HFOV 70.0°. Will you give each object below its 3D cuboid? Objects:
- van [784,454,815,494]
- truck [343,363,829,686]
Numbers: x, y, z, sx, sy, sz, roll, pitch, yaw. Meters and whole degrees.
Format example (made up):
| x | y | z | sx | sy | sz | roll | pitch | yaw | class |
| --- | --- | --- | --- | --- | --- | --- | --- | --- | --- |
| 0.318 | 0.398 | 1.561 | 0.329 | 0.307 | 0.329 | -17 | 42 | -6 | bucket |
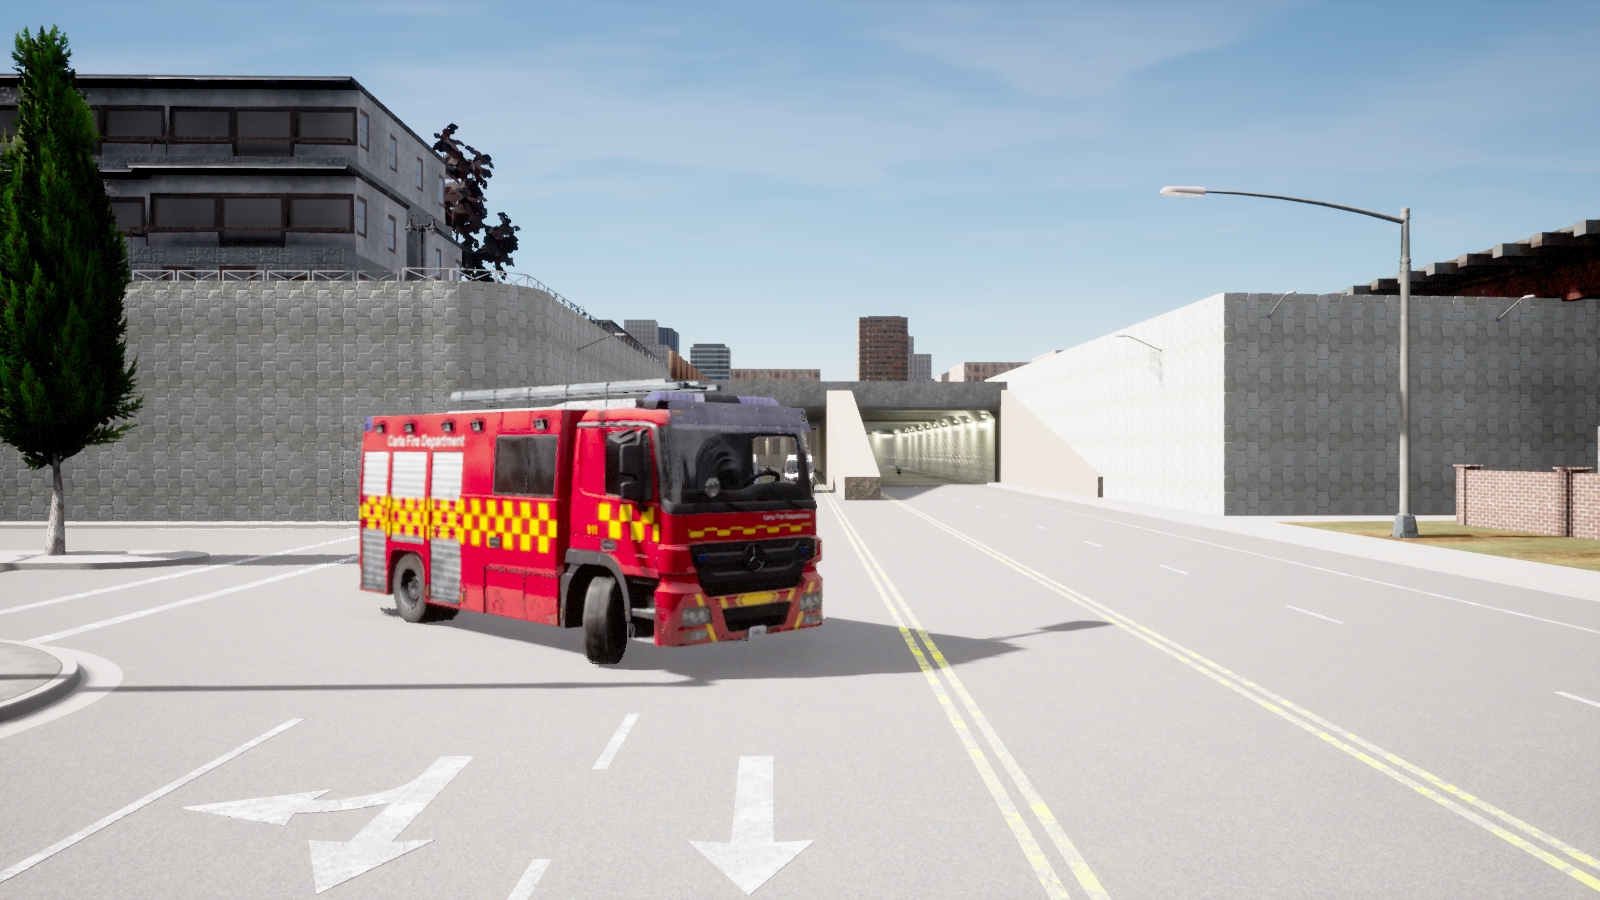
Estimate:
| x | y | z | sx | sy | sz | roll | pitch | yaw | class |
| --- | --- | --- | --- | --- | --- | --- | --- | --- | --- |
| -0.057 | 1.534 | 75.713 | 1.988 | 2.561 | 5.915 | 0 | 0 | 0 | van |
| -3.673 | 0.890 | 17.520 | 8.468 | 3.827 | 2.891 | 0 | 0 | 44 | truck |
